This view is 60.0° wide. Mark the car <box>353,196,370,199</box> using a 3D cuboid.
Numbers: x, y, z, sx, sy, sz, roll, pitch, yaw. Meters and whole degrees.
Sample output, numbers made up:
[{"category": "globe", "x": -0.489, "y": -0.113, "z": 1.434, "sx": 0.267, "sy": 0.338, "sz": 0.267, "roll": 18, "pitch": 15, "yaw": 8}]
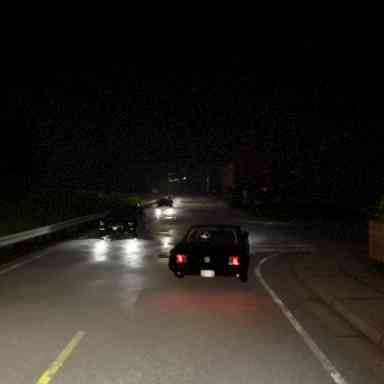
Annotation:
[{"category": "car", "x": 27.451, "y": 1.309, "z": 54.072, "sx": 1.816, "sy": 1.474, "sz": 4.193, "roll": 0, "pitch": 0, "yaw": 0}]

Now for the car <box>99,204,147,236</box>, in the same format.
[{"category": "car", "x": -3.601, "y": 1.440, "z": 17.957, "sx": 1.837, "sy": 1.490, "sz": 4.892, "roll": 0, "pitch": 0, "yaw": 0}]

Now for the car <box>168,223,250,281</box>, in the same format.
[{"category": "car", "x": 0.731, "y": 1.565, "z": 9.769, "sx": 1.895, "sy": 1.301, "sz": 4.718, "roll": 0, "pitch": 0, "yaw": 10}]

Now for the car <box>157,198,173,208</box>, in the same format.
[{"category": "car", "x": -3.520, "y": 1.442, "z": 44.100, "sx": 1.895, "sy": 1.301, "sz": 4.718, "roll": 0, "pitch": 0, "yaw": 0}]
